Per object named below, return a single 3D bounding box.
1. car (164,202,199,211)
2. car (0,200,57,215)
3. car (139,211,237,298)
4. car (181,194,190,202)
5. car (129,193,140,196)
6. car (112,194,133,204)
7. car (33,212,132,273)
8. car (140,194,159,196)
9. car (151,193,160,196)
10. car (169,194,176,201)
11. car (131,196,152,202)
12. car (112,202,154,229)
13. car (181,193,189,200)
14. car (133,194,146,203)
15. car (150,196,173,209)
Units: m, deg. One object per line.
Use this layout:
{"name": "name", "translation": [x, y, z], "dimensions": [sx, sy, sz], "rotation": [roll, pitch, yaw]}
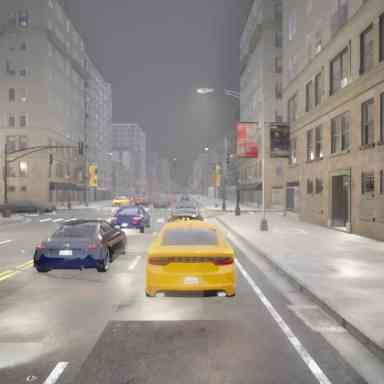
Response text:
{"name": "car", "translation": [-0.353, 1.509, 18.082], "dimensions": [1.837, 1.490, 4.892], "rotation": [0, 0, -1]}
{"name": "car", "translation": [-16.511, 1.543, 33.423], "dimensions": [5.357, 1.411, 2.033], "rotation": [0, 0, -1]}
{"name": "car", "translation": [-0.053, 1.479, 8.601], "dimensions": [1.882, 1.535, 5.008], "rotation": [0, 0, -1]}
{"name": "car", "translation": [-1.669, 1.378, 80.642], "dimensions": [2.097, 1.767, 4.553], "rotation": [0, 0, -1]}
{"name": "car", "translation": [-11.069, 1.246, 61.081], "dimensions": [2.150, 2.045, 5.566], "rotation": [0, 0, -1]}
{"name": "car", "translation": [-10.894, 1.499, 51.146], "dimensions": [1.882, 1.535, 5.008], "rotation": [0, 0, -1]}
{"name": "car", "translation": [-3.355, 1.566, 10.739], "dimensions": [1.994, 1.385, 4.181], "rotation": [0, 0, -1]}
{"name": "car", "translation": [-7.810, 1.571, 60.751], "dimensions": [2.033, 1.411, 5.357], "rotation": [0, 0, -1]}
{"name": "car", "translation": [-7.973, 1.251, 71.226], "dimensions": [2.150, 2.045, 5.566], "rotation": [0, 0, -1]}
{"name": "car", "translation": [-4.927, 1.378, 80.990], "dimensions": [2.097, 1.767, 4.553], "rotation": [0, 0, -1]}
{"name": "car", "translation": [-7.641, 1.622, 51.108], "dimensions": [1.895, 1.301, 4.718], "rotation": [0, 0, -1]}
{"name": "car", "translation": [-3.533, 1.531, 19.481], "dimensions": [1.812, 1.442, 4.674], "rotation": [0, 0, -1]}
{"name": "car", "translation": [-1.880, 1.249, 90.643], "dimensions": [2.097, 1.767, 4.553], "rotation": [0, 0, -1]}
{"name": "car", "translation": [-11.220, 1.381, 71.070], "dimensions": [2.097, 1.767, 4.553], "rotation": [0, 0, -1]}
{"name": "car", "translation": [-4.161, 1.582, 46.476], "dimensions": [1.994, 1.385, 4.181], "rotation": [0, 0, 2]}
